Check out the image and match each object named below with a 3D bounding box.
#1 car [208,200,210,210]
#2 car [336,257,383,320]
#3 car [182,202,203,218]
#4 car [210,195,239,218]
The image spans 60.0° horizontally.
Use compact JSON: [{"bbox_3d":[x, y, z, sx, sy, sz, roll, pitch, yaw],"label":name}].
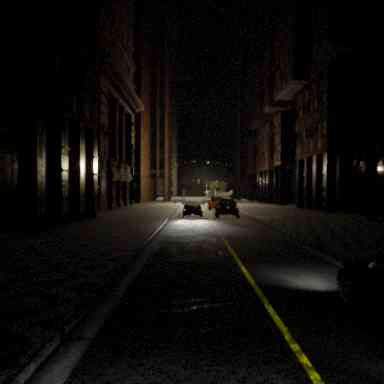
[{"bbox_3d":[3.123,1.386,42.549,2.097,1.767,4.553,0,0,1],"label":"car"},{"bbox_3d":[3.905,1.545,5.009,1.812,1.442,4.674,0,0,0],"label":"car"},{"bbox_3d":[0.071,1.624,30.641,1.895,1.301,4.718,0,0,0],"label":"car"},{"bbox_3d":[3.123,1.386,30.920,2.097,1.767,4.553,0,0,1],"label":"car"}]
